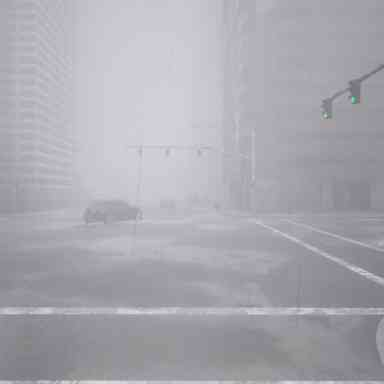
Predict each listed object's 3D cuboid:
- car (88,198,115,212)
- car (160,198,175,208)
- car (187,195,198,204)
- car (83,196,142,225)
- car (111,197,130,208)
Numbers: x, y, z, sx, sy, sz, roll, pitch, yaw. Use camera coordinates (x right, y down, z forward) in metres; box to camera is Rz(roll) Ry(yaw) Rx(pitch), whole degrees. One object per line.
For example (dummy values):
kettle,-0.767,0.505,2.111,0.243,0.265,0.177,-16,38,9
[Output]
car,-10.624,1.505,39.376,1.837,1.490,4.892,0,0,0
car,-3.436,1.525,47.472,1.812,1.442,4.674,0,0,0
car,0.063,1.352,63.504,2.097,1.767,4.553,0,0,0
car,-5.657,1.352,24.357,2.097,1.767,4.553,0,0,30
car,-10.620,1.526,49.635,1.812,1.442,4.674,0,0,0
